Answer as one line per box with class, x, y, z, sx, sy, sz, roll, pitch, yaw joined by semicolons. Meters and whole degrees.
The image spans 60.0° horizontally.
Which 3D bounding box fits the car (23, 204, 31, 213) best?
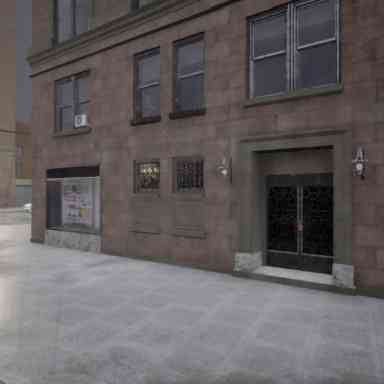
car;-15.660;1.438;35.778;1.812;1.442;4.674;0;0;35
